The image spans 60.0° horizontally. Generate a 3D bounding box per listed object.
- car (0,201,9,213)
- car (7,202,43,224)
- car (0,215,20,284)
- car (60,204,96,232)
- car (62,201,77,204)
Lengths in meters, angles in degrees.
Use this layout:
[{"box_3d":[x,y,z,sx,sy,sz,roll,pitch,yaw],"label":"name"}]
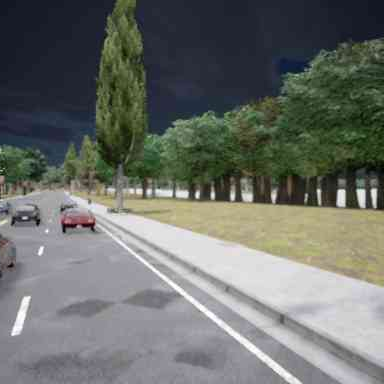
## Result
[{"box_3d":[-20.019,1.635,34.974,1.812,1.442,4.674,0,0,-22],"label":"car"},{"box_3d":[-12.216,1.610,24.771,1.812,1.442,4.674,0,0,-22],"label":"car"},{"box_3d":[-5.645,1.556,8.312,1.812,1.442,4.674,0,0,-22],"label":"car"},{"box_3d":[-7.208,1.679,20.931,1.895,1.301,4.718,0,0,-22],"label":"car"},{"box_3d":[-14.942,1.739,40.289,1.895,1.301,4.718,0,0,-22],"label":"car"}]
